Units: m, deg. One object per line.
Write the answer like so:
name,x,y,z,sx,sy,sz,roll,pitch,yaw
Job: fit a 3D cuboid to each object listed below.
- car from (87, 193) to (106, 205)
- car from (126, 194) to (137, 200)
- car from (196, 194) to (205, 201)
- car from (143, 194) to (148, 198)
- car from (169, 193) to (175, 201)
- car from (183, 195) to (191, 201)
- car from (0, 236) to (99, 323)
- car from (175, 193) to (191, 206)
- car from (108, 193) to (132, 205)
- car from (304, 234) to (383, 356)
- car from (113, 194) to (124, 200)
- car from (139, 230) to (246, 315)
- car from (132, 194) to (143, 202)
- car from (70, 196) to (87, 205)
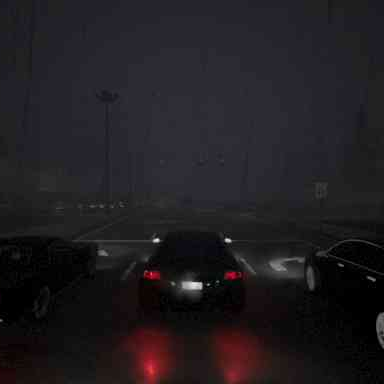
car,-16.365,1.219,59.465,2.150,2.045,5.566,0,0,1
car,-16.306,1.389,89.865,1.837,1.490,4.892,0,0,0
car,2.194,1.349,86.719,2.097,1.767,4.553,0,0,0
car,-12.806,1.256,90.229,1.837,1.490,4.892,0,0,0
car,-4.805,1.219,86.402,2.150,2.045,5.566,0,0,0
car,-1.306,1.520,86.765,2.128,1.511,4.902,0,0,0
car,-3.495,1.601,7.158,1.895,1.301,4.718,0,0,0
car,-1.299,1.351,55.393,2.097,1.767,4.553,0,0,0
car,-12.864,1.220,59.423,2.150,2.045,5.566,0,0,2
car,3.503,1.505,5.836,1.837,1.490,4.892,0,0,0
car,-19.806,1.367,89.507,1.882,1.535,5.008,0,0,0
car,0.006,1.564,7.659,1.994,1.385,4.181,0,0,0
car,-12.803,1.499,75.034,1.837,1.490,4.892,0,0,0
car,-19.865,1.525,58.824,1.812,1.442,4.674,0,0,0
